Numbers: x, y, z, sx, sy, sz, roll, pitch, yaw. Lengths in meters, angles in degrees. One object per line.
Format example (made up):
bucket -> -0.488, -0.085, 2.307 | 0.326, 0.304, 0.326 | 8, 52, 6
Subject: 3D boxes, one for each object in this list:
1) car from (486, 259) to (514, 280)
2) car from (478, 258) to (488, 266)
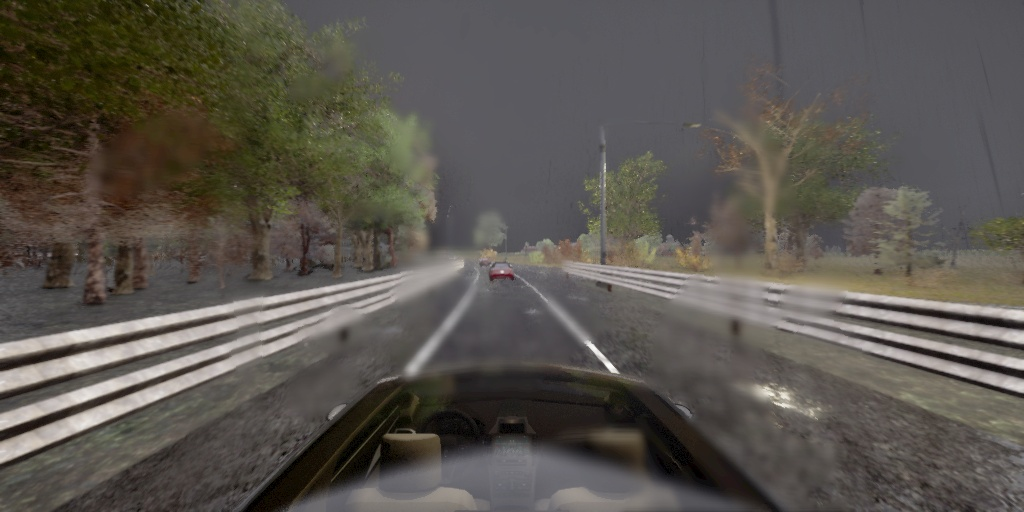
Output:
car -> -0.942, 1.190, 29.985 | 1.994, 1.385, 4.181 | 0, 0, -5
car -> -4.713, 1.005, 61.540 | 1.812, 1.442, 4.674 | 0, 0, -10
